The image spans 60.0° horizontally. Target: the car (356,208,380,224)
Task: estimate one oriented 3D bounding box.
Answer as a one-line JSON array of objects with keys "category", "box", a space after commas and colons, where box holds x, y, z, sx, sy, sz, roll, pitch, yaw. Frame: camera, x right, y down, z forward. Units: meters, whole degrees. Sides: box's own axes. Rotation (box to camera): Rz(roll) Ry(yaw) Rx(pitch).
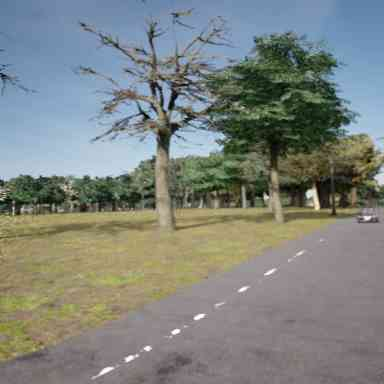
[{"category": "car", "box": [17.658, 2.320, 33.329, 2.128, 1.511, 4.902, -4, -3, 30]}]
